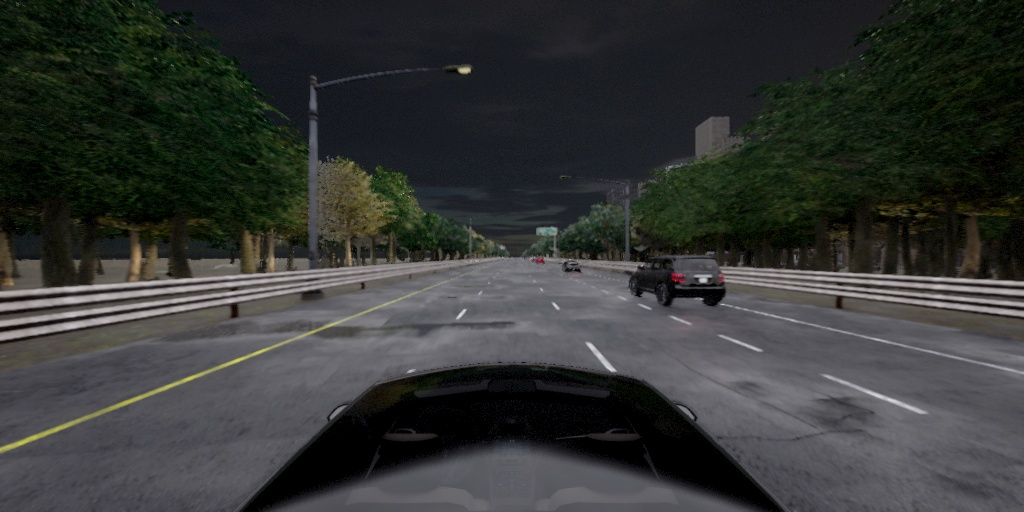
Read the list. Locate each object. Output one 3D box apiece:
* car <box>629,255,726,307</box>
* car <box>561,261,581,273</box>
[{"bbox_3d":[7.009,0.987,15.816,2.150,2.045,5.566,0,0,0],"label":"car"},{"bbox_3d":[7.095,1.308,43.579,1.837,1.490,4.892,0,0,0],"label":"car"}]
